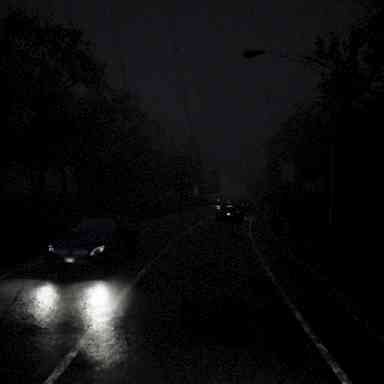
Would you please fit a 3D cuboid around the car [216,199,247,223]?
[{"bbox_3d":[2.992,1.548,25.706,1.994,1.385,4.181,1,0,11],"label":"car"}]

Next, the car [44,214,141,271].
[{"bbox_3d":[-2.947,1.481,10.909,1.812,1.442,4.674,0,0,5],"label":"car"}]

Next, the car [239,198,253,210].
[{"bbox_3d":[6.651,1.529,42.395,2.033,1.411,5.357,1,0,13],"label":"car"}]

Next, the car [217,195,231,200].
[{"bbox_3d":[5.299,1.259,53.893,2.097,1.767,4.553,1,0,11],"label":"car"}]
